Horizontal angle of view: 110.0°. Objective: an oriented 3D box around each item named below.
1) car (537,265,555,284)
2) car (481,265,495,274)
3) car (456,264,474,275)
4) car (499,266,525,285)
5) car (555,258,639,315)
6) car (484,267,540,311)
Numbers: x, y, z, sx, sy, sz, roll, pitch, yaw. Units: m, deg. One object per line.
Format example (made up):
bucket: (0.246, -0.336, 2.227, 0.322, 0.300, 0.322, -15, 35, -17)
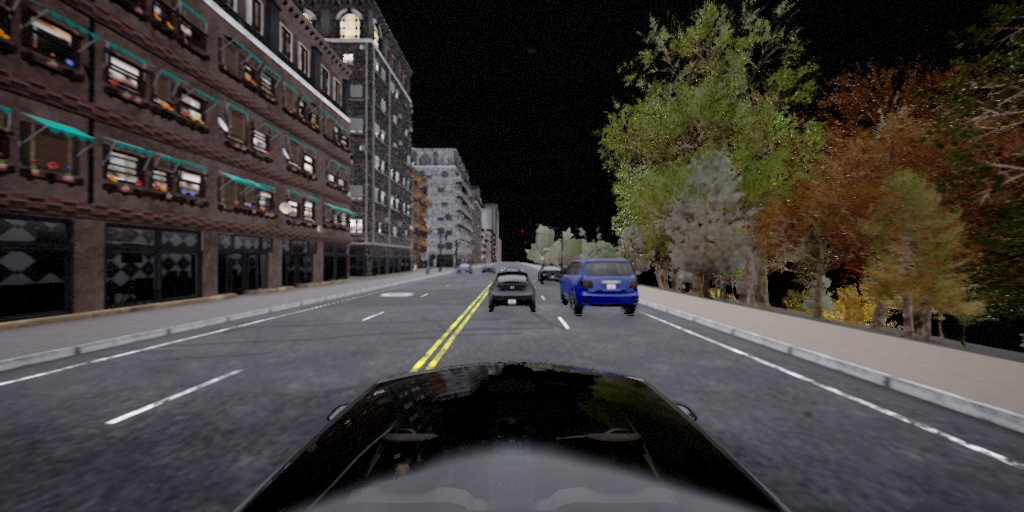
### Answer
car: (3.272, 1.542, 31.078, 1.882, 1.535, 5.008, 0, 0, 0)
car: (-3.270, 1.884, 50.621, 1.895, 1.301, 4.718, 0, -1, 0)
car: (-6.527, 1.801, 49.997, 1.812, 1.442, 4.674, 0, -1, 0)
car: (0.019, 1.621, 30.348, 1.994, 1.385, 4.181, 0, -1, 0)
car: (3.258, 1.109, 14.388, 2.150, 2.045, 5.566, 0, 0, 0)
car: (0.017, 1.402, 15.326, 1.837, 1.490, 4.892, 0, 0, 0)
